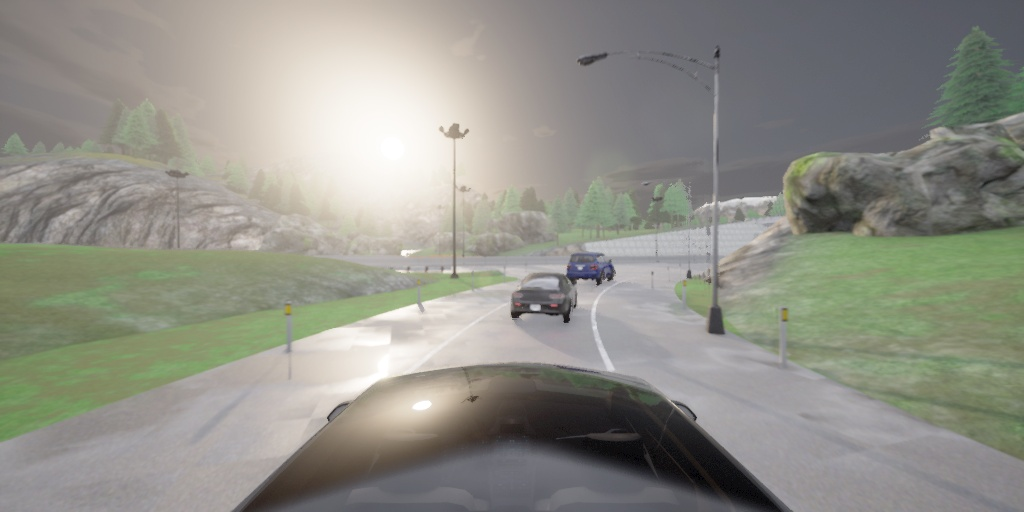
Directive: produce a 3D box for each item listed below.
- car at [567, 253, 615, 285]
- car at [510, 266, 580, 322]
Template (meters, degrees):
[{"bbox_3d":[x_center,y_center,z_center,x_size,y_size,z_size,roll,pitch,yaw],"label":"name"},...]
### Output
[{"bbox_3d":[5.387,0.794,24.279,2.150,2.045,5.566,0,1,27],"label":"car"},{"bbox_3d":[1.197,1.262,12.301,1.812,1.442,4.674,0,0,14],"label":"car"}]
